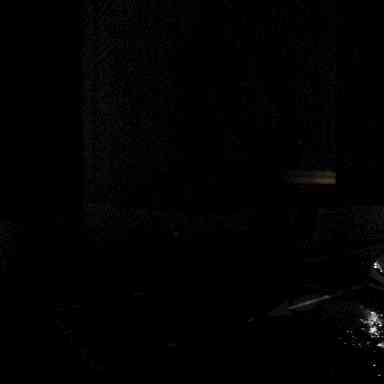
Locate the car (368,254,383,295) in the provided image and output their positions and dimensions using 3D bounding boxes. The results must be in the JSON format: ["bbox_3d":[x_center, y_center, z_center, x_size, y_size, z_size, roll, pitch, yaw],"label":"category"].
[{"bbox_3d":[5.919,1.536,7.586,4.674,1.442,1.812,0,0,-35],"label":"car"}]
